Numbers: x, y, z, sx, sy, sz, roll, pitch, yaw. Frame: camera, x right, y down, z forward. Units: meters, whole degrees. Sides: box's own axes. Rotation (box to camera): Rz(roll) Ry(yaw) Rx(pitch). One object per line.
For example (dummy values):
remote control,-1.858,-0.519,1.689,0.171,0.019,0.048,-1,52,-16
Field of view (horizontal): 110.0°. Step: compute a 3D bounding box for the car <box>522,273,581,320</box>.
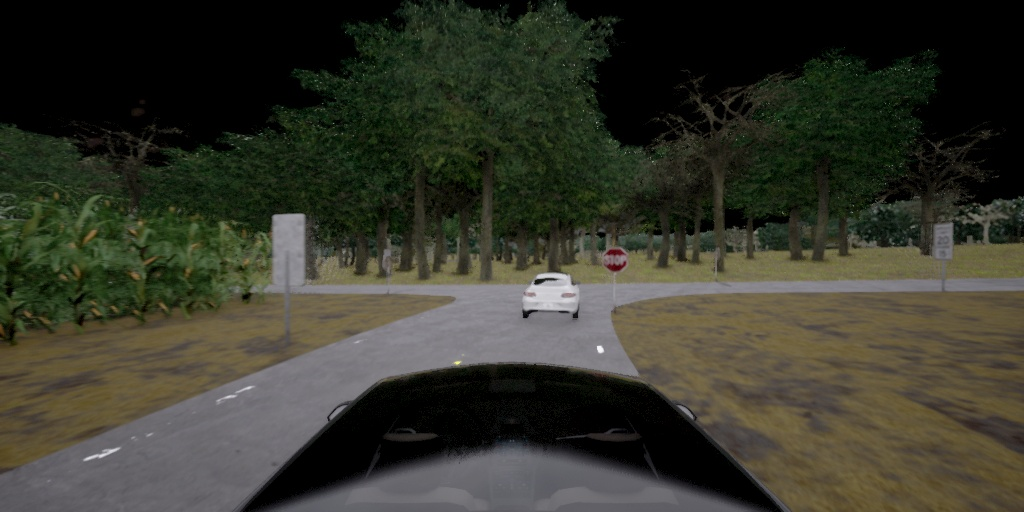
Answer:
car,1.481,1.314,12.885,1.812,1.442,4.674,0,0,10
